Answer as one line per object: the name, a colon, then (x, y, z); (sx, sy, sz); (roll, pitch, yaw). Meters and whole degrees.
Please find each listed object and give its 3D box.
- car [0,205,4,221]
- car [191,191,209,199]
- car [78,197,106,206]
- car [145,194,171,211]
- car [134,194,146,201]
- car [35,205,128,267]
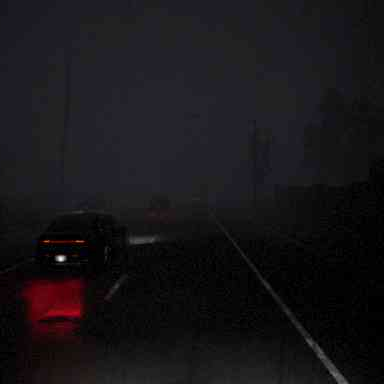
car: (-14.093, 1.301, 21.229); (1.882, 1.535, 5.008); (0, 1, 0)
car: (1.793, 0.653, 73.631); (2.097, 1.767, 4.553); (0, 0, 37)
car: (-10.479, 1.260, 34.976); (1.994, 1.385, 4.181); (0, 1, 1)
car: (-3.367, 1.178, 36.075); (2.128, 1.511, 4.902); (0, 1, 1)
car: (-8.926, 1.073, 62.635); (1.895, 1.301, 4.718); (0, 0, 24)
car: (-3.405, 1.425, 11.064); (1.837, 1.490, 4.892); (0, 1, 0)
